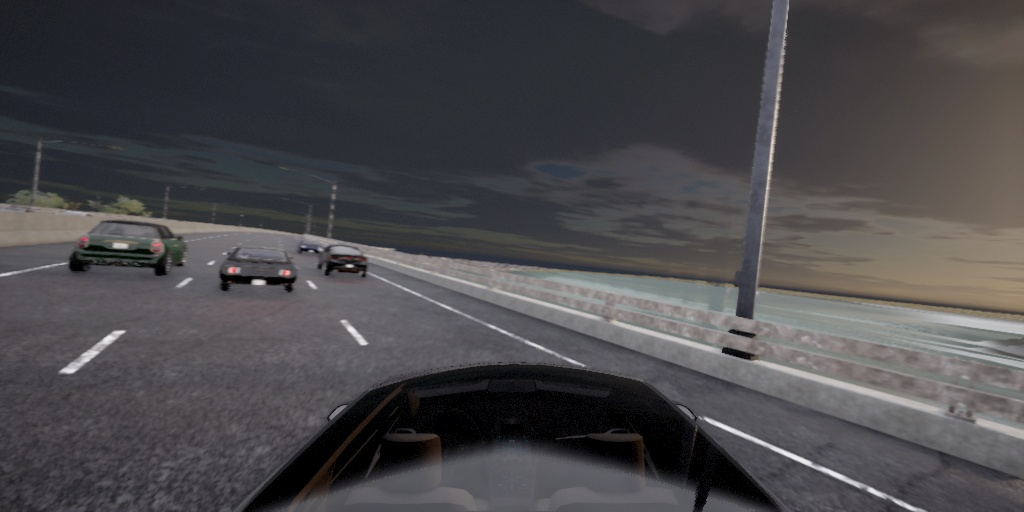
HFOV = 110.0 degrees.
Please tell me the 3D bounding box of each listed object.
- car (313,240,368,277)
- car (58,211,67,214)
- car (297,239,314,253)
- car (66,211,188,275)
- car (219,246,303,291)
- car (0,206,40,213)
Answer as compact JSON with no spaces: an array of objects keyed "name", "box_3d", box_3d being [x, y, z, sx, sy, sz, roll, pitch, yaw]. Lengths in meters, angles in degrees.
[{"name":"car","box_3d":[-8.927,0.131,18.759,1.882,1.535,5.008,6,1,-34]},{"name":"car","box_3d":[-39.630,-3.321,32.595,1.812,1.442,4.674,6,0,-34]},{"name":"car","box_3d":[-18.088,-0.832,32.046,1.895,1.301,4.718,6,0,-34]},{"name":"car","box_3d":[-13.050,-0.434,12.589,2.097,1.767,4.553,6,0,-35]},{"name":"car","box_3d":[-8.534,0.329,12.166,1.895,1.301,4.718,6,0,-35]},{"name":"car","box_3d":[-42.735,-3.625,30.987,1.994,1.385,4.181,6,0,-33]}]
